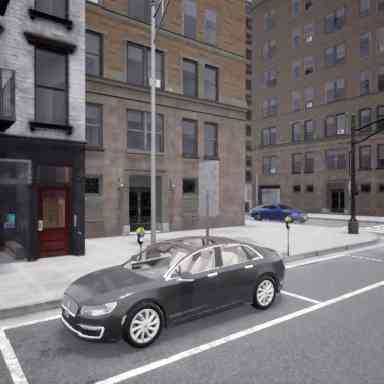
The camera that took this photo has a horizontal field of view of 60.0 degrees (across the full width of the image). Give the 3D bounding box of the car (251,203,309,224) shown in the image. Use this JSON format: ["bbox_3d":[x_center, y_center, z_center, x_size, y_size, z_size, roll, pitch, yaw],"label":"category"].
[{"bbox_3d":[6.638,1.612,25.606,1.812,1.442,4.674,0,0,-39],"label":"car"}]

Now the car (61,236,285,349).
[{"bbox_3d":[-0.093,1.551,6.188,4.403,1.369,2.008,0,0,-37],"label":"car"}]
